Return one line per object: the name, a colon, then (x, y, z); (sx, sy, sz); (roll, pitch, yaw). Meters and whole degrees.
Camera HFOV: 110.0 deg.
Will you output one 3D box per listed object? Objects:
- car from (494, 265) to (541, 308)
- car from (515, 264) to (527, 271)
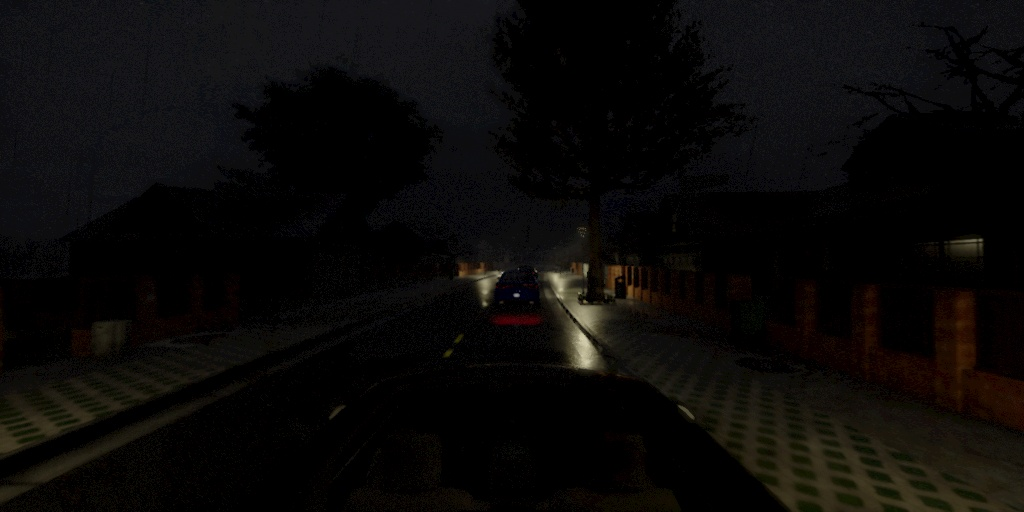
car: (0.298, 1.370, 16.229); (1.882, 1.535, 5.008); (0, 0, 3)
car: (1.703, 2.063, 64.736); (1.895, 1.301, 4.718); (0, -1, 6)
